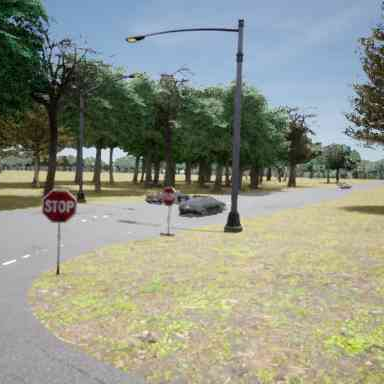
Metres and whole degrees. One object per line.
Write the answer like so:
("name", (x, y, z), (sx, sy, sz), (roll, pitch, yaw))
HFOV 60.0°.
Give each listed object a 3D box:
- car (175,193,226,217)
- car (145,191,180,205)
("car", (0.852, 0.982, 25.031), (1.994, 1.385, 4.181), (4, 4, 35))
("car", (-2.362, 0.531, 32.561), (1.895, 1.301, 4.718), (4, 4, 35))
